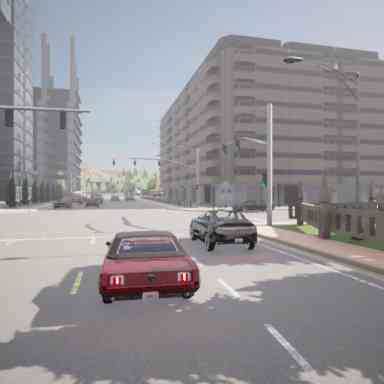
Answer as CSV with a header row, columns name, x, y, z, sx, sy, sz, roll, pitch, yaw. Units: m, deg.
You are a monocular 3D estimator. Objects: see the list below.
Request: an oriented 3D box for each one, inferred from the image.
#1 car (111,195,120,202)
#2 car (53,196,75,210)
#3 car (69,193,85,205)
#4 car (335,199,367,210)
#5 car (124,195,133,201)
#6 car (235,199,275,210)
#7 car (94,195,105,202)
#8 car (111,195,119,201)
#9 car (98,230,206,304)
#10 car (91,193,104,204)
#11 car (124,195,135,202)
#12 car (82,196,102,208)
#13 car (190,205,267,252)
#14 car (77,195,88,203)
name,x,y,z,sx,sy,sz,roll,pitch,yaw
car,-18.155,1.547,78.589,1.994,1.385,4.181,0,0,-14
car,-16.998,1.600,43.822,1.895,1.301,4.718,0,0,-14
car,-20.438,1.222,58.096,2.150,2.045,5.566,0,0,-13
car,19.910,1.602,40.986,5.357,1.411,2.033,0,0,-14
car,-17.135,1.534,89.204,2.033,1.411,5.357,0,0,-14
car,6.985,1.559,37.768,4.892,1.490,1.837,0,0,-14
car,-21.018,1.523,75.554,2.128,1.511,4.902,0,0,-14
car,-20.536,1.546,88.376,1.994,1.385,4.181,0,0,-14
car,-1.173,1.601,8.230,1.895,1.301,4.718,0,0,-11
car,-17.464,1.214,60.709,2.150,2.045,5.566,0,1,-13
car,-14.764,1.590,79.457,1.895,1.301,4.718,0,0,-14
car,-14.703,1.600,49.235,1.895,1.301,4.718,0,0,-13
car,1.155,1.491,14.081,2.128,1.511,4.902,0,0,-12
car,-24.027,1.476,73.113,1.882,1.535,5.008,0,0,-14
